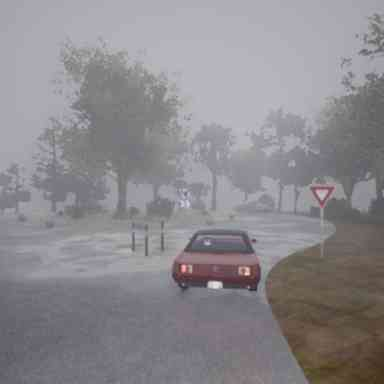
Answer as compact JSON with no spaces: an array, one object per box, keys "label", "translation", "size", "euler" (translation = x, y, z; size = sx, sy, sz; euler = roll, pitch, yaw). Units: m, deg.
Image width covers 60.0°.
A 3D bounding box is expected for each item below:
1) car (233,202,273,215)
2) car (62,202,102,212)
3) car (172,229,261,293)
[{"label":"car","translation":[6.879,1.839,38.130],"size":[2.033,1.411,5.357],"euler":[0,-1,-29]},{"label":"car","translation":[-14.151,1.927,42.793],"size":[4.718,1.301,1.895],"euler":[0,-1,-36]},{"label":"car","translation":[0.833,1.671,9.155],"size":[1.895,1.301,4.718],"euler":[0,0,9]}]
